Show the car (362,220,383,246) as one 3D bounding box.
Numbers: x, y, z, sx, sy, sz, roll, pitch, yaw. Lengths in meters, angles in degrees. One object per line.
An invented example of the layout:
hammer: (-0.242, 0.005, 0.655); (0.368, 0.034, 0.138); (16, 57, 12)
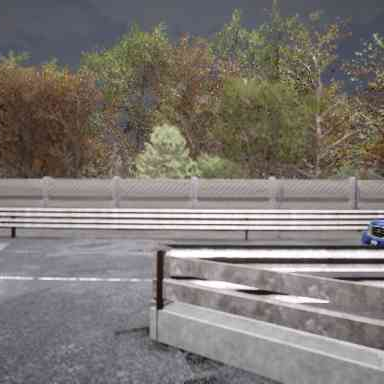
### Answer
car: (8.364, 1.228, 10.412); (5.566, 2.045, 2.150); (0, 0, -4)
